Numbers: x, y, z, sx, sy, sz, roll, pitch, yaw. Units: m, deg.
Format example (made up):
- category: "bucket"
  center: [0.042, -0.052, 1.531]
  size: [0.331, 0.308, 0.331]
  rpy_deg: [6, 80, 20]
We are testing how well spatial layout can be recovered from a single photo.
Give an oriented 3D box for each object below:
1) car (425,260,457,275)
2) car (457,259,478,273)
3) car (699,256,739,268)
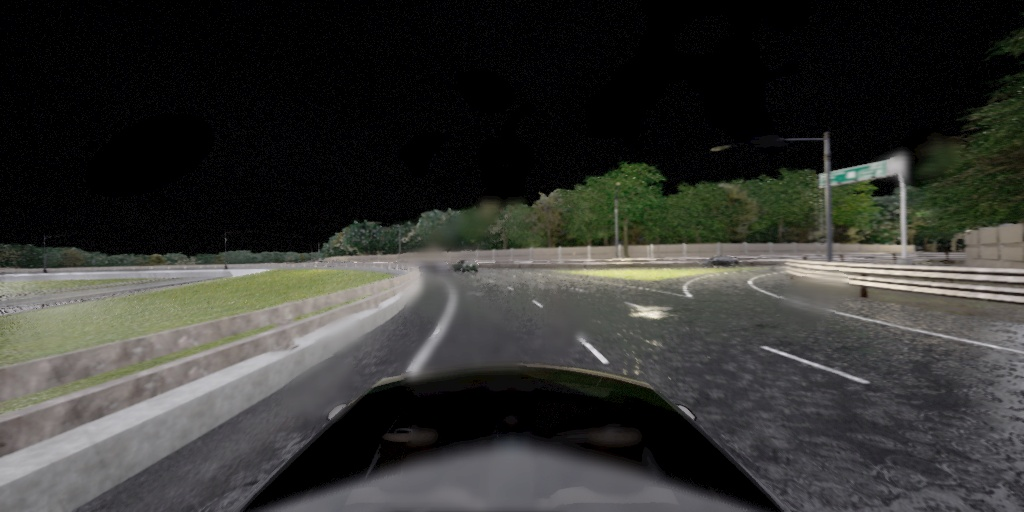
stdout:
- category: "car"
  center: [-8.750, 1.484, 43.949]
  size: [2.033, 1.411, 5.357]
  rpy_deg: [-1, 0, -24]
- category: "car"
  center: [-6.063, 1.229, 46.435]
  size: [2.097, 1.767, 4.553]
  rpy_deg: [-1, 0, -27]
- category: "car"
  center: [25.958, 0.717, 45.033]
  size: [4.674, 1.442, 1.812]
  rpy_deg: [-1, 0, 1]
